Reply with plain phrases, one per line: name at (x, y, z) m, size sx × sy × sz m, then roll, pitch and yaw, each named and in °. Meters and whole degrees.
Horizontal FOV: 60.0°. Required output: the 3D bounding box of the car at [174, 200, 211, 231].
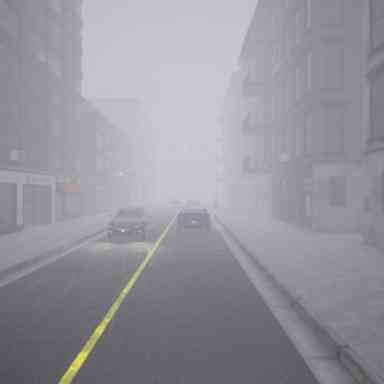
car at (0.100, 1.474, 20.459) m, size 1.882 × 1.535 × 5.008 m, roll 0°, pitch 0°, yaw 0°

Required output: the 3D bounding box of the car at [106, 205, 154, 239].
car at (-3.100, 1.502, 17.387) m, size 1.837 × 1.490 × 4.892 m, roll 0°, pitch 0°, yaw 0°

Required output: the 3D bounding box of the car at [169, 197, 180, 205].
car at (-3.037, 1.577, 58.844) m, size 1.895 × 1.301 × 4.718 m, roll 0°, pitch 0°, yaw 1°
